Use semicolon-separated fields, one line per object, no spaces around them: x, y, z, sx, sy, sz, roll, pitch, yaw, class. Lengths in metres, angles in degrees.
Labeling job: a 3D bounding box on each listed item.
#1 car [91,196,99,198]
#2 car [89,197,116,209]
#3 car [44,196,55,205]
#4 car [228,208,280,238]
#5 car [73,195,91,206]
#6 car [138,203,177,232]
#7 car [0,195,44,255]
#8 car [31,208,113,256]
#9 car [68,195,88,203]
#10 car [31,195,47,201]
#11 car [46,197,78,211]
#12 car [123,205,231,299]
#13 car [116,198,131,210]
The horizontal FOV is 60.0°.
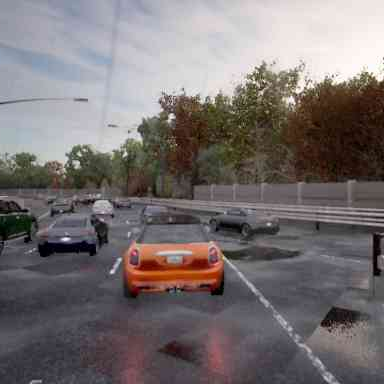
-17.236;1.460;58.735;1.882;1.535;5.008;0;0;-31;car
-8.366;1.516;30.908;1.812;1.442;4.674;0;0;-17;car
-23.964;1.488;56.500;1.837;1.490;4.892;0;0;-32;car
2.708;1.559;18.002;1.994;1.385;4.181;0;0;-32;car
-18.382;1.335;53.940;2.097;1.767;4.553;0;0;-29;car
-2.356;1.541;21.316;2.033;1.411;5.357;0;0;-11;car
-7.937;1.217;12.991;2.150;2.045;5.566;0;0;-7;car
-4.497;1.558;13.151;1.994;1.385;4.181;0;0;-7;car
-23.164;1.374;67.578;2.033;1.411;5.357;0;0;-39;car
-38.733;1.527;84.276;4.181;1.385;1.994;0;0;40;car
-12.224;1.482;31.551;2.128;1.511;4.902;0;0;-17;car
-0.521;1.345;8.685;2.097;1.767;4.553;-1;0;-5;car
-9.222;1.479;43.337;2.128;1.511;4.902;0;0;-24;car
